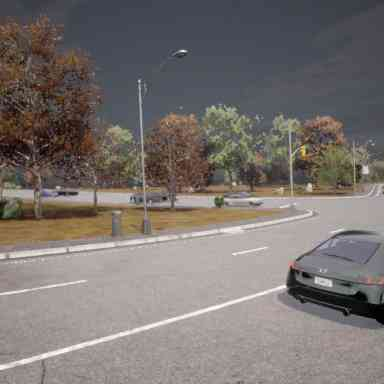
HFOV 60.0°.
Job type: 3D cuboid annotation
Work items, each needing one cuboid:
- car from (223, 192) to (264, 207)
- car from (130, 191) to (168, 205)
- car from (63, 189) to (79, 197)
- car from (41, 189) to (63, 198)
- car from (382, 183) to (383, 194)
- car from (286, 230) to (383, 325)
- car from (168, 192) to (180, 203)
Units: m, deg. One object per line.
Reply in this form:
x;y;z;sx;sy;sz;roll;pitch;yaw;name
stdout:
5.331;0.927;36.127;4.718;1.301;1.895;0;2;33;car
-5.956;0.779;43.407;4.892;1.490;1.837;2;4;33;car
-21.842;0.127;57.897;4.718;1.301;1.895;2;4;33;car
-24.069;0.207;55.170;4.674;1.442;1.812;2;4;33;car
29.726;-0.835;49.632;2.150;2.045;5.566;-1;2;31;car
3.890;1.516;7.068;4.181;1.385;1.994;-1;0;-38;car
-3.923;0.599;46.254;4.902;1.511;2.128;1;3;33;car
